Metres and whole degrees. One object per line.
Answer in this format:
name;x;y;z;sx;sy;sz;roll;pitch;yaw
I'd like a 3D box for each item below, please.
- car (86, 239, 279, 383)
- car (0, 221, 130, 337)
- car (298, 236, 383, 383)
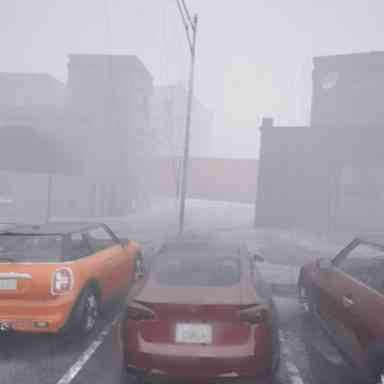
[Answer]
car;0.213;1.526;5.711;2.163;1.488;4.792;0;-1;5
car;-2.473;1.383;6.886;2.185;1.767;4.553;0;-1;5
car;2.886;1.356;4.419;2.185;1.767;4.553;0;-1;5
